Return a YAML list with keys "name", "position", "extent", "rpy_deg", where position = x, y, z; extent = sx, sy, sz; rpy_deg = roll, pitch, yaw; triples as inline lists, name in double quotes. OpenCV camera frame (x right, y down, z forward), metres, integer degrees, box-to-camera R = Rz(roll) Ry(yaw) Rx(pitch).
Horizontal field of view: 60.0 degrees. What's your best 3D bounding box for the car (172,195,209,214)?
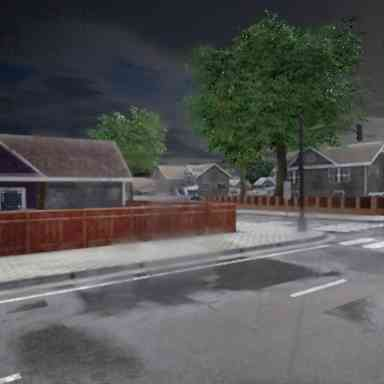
- name: "car"
  position: [-0.127, 1.306, 33.352]
  extent: [2.150, 2.045, 5.566]
  rpy_deg: [-1, 0, -32]
